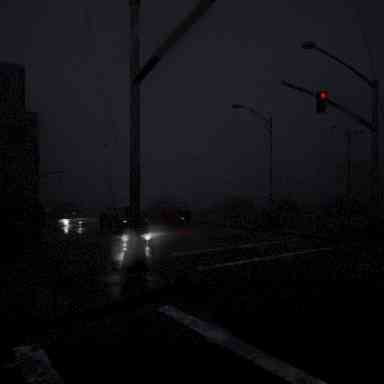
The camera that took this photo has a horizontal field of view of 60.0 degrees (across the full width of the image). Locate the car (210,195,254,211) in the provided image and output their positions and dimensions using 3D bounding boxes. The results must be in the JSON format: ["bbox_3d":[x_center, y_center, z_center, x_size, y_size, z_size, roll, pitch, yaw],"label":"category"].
[{"bbox_3d":[4.984,1.345,38.697,5.027,1.636,2.152,0,0,-36],"label":"car"}]

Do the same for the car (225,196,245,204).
[{"bbox_3d":[8.476,1.511,64.959,3.633,1.501,1.845,0,0,-36],"label":"car"}]

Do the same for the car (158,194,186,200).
[{"bbox_3d":[-2.470,1.268,49.097,3.866,1.878,1.905,0,0,-36],"label":"car"}]

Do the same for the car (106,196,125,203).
[{"bbox_3d":[-15.212,1.565,66.403,3.633,1.501,1.845,0,0,-36],"label":"car"}]

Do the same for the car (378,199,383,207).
[{"bbox_3d":[29.251,1.268,48.185,3.866,1.878,1.905,0,0,-36],"label":"car"}]

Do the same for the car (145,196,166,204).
[{"bbox_3d":[-7.444,1.576,68.303,3.806,1.475,1.970,0,0,-36],"label":"car"}]

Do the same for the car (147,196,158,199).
[{"bbox_3d":[-4.498,1.289,51.218,4.605,1.855,1.932,0,0,-36],"label":"car"}]

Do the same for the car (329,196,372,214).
[{"bbox_3d":[16.848,1.490,34.799,4.514,1.523,2.007,0,0,-36],"label":"car"}]

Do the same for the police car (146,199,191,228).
[{"bbox_3d":[-2.110,1.602,24.276,1.930,1.638,5.238,0,0,-36],"label":"police car"}]

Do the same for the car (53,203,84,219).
[{"bbox_3d":[-11.801,1.740,31.630,1.994,1.385,4.181,0,0,-36],"label":"car"}]

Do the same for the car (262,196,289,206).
[{"bbox_3d":[14.263,1.489,56.812,4.514,1.523,2.007,0,0,-36],"label":"car"}]

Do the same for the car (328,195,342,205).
[{"bbox_3d":[20.941,1.289,46.273,4.605,1.855,1.932,0,0,-36],"label":"car"}]

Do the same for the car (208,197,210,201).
[{"bbox_3d":[5.943,1.531,81.577,4.514,1.523,2.007,0,0,-36],"label":"car"}]

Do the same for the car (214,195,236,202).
[{"bbox_3d":[7.813,1.522,79.058,5.027,1.636,2.152,0,0,-36],"label":"car"}]

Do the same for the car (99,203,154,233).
[{"bbox_3d":[-4.526,1.702,21.501,1.812,1.442,4.674,0,0,-36],"label":"car"}]

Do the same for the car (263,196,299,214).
[{"bbox_3d":[8.985,1.424,33.670,3.806,1.475,1.970,0,0,-36],"label":"car"}]
